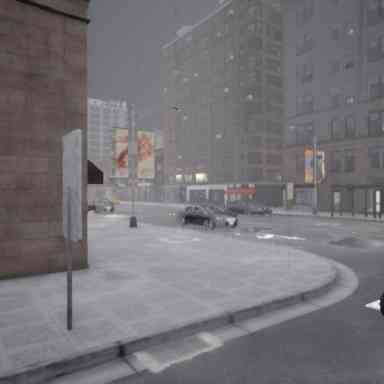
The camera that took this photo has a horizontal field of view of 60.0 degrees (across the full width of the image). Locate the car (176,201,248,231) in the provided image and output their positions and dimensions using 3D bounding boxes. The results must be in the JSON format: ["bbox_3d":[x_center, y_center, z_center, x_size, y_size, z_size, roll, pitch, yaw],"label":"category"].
[{"bbox_3d":[0.850,1.513,21.046,2.128,1.511,4.902,0,0,-35],"label":"car"}]

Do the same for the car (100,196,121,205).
[{"bbox_3d":[-14.771,1.573,60.195,1.882,1.535,5.008,0,0,-35],"label":"car"}]

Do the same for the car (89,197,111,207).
[{"bbox_3d":[-15.393,1.585,55.461,2.128,1.511,4.902,0,0,-35],"label":"car"}]

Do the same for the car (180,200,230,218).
[{"bbox_3d":[1.145,1.573,32.193,2.033,1.411,5.357,0,0,-35],"label":"car"}]

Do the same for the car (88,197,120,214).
[{"bbox_3d":[-10.050,1.550,36.400,2.128,1.511,4.902,0,0,-35],"label":"car"}]

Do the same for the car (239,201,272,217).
[{"bbox_3d":[5.176,1.563,32.135,2.033,1.411,5.357,0,0,-35],"label":"car"}]
